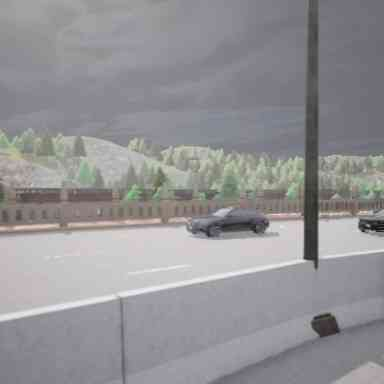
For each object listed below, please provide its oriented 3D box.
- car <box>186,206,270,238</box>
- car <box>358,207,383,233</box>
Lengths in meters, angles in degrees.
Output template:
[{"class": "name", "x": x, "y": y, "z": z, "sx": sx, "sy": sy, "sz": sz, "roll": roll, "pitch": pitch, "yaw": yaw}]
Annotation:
[{"class": "car", "x": 1.967, "y": 1.481, "z": 17.269, "sx": 4.674, "sy": 1.442, "sz": 1.812, "roll": 0, "pitch": 0, "yaw": -29}, {"class": "car", "x": 11.313, "y": 1.467, "z": 18.215, "sx": 5.008, "sy": 1.535, "sz": 1.882, "roll": 0, "pitch": 0, "yaw": -26}]
